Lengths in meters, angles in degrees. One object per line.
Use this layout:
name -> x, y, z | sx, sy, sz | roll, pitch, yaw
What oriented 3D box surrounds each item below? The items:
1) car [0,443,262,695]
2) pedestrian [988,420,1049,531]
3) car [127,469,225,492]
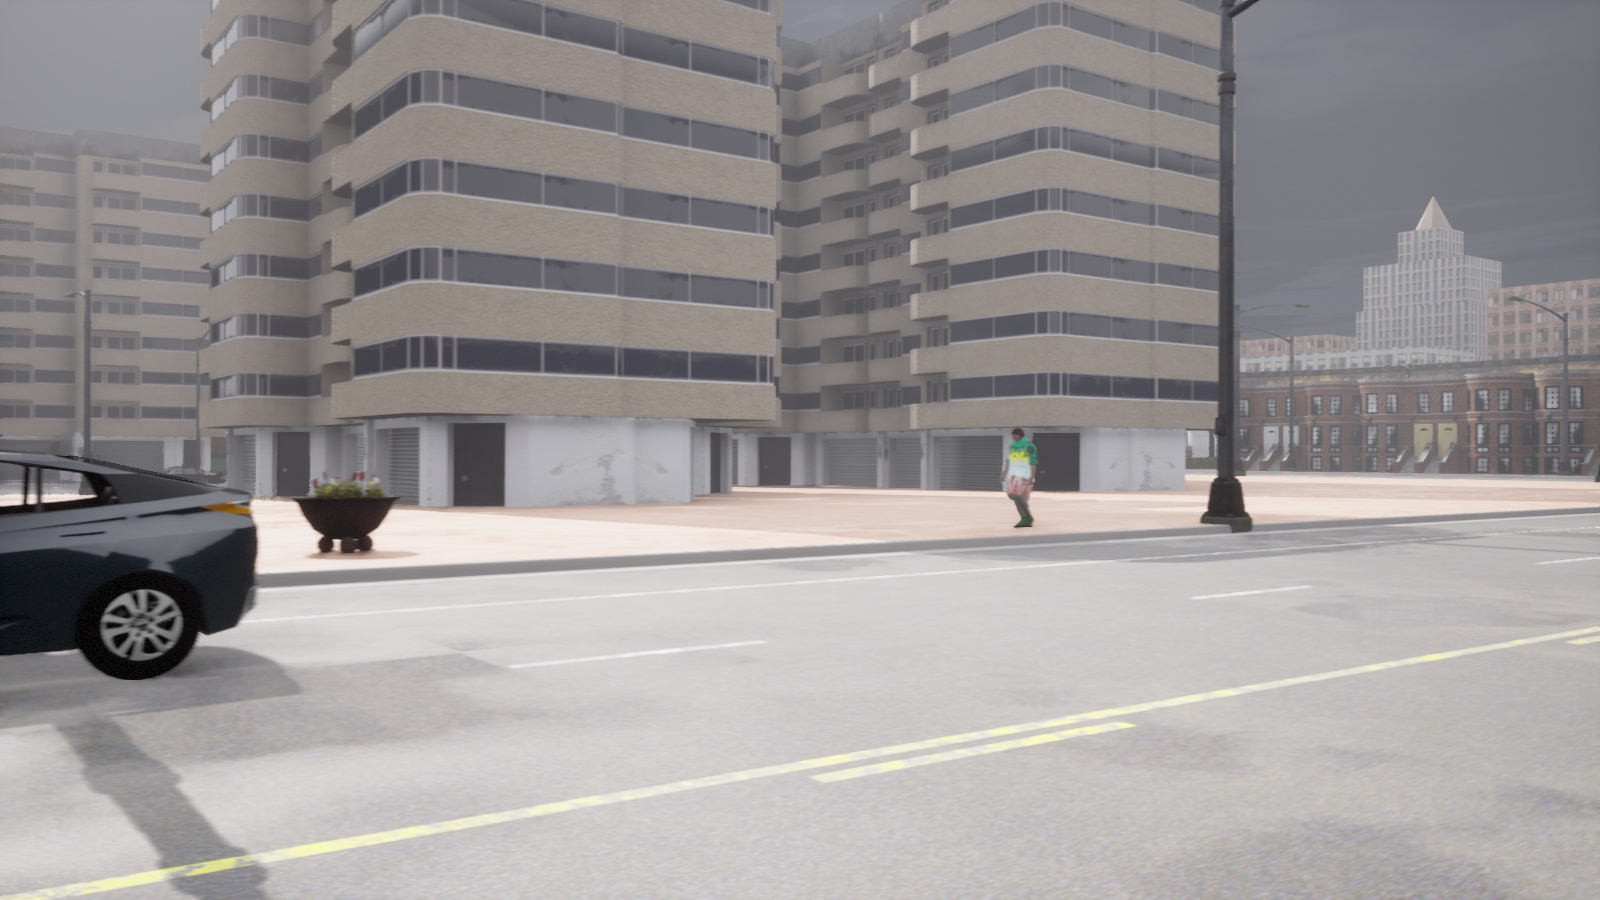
car -> -6.046, 0.724, 7.978 | 4.514, 1.525, 2.007 | 0, 0, -35
pedestrian -> 3.934, 0.447, 22.612 | 0.873, 1.952, 0.659 | 0, 0, -38
car -> -40.224, 1.939, 81.013 | 5.357, 1.411, 2.033 | 0, 0, -36
